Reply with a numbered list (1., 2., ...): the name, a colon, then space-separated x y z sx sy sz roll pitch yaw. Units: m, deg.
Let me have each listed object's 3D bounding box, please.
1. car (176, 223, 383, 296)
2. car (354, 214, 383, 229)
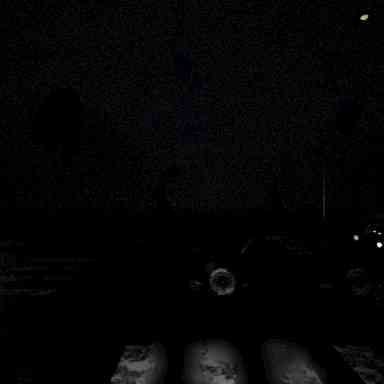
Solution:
1. car: 2.017 1.571 7.952 4.718 1.301 1.895 0 0 1
2. car: 8.130 1.120 10.838 5.566 2.045 2.150 0 0 1
